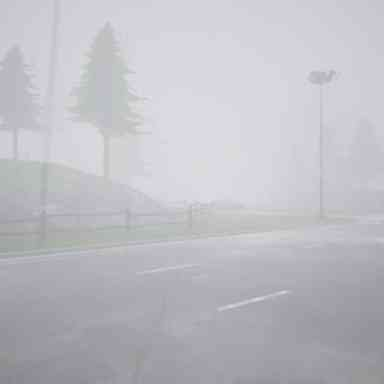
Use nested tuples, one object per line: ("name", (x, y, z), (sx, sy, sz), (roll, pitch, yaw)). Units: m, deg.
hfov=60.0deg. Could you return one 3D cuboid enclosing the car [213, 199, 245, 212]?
("car", (4.193, 1.540, 39.313), (1.882, 1.535, 5.008), (0, 0, -32))
